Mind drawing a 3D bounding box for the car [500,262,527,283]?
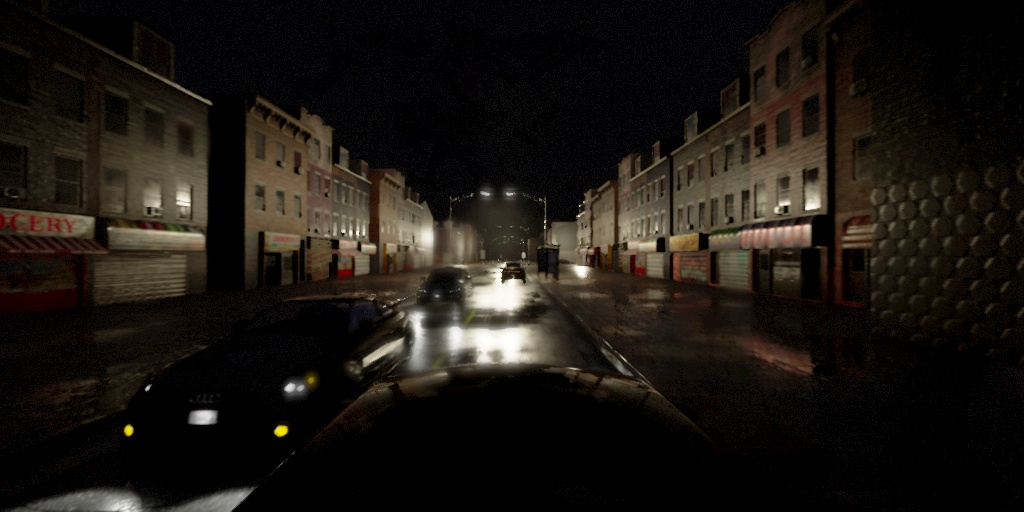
[{"bbox_3d":[0.132,1.269,28.139,1.837,1.490,4.892,0,1,0],"label":"car"}]

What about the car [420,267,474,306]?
[{"bbox_3d":[-2.805,1.252,15.905,1.837,1.490,4.892,0,0,0],"label":"car"}]

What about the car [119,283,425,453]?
[{"bbox_3d":[-2.846,1.308,5.302,1.994,1.385,4.181,0,0,0],"label":"car"}]
